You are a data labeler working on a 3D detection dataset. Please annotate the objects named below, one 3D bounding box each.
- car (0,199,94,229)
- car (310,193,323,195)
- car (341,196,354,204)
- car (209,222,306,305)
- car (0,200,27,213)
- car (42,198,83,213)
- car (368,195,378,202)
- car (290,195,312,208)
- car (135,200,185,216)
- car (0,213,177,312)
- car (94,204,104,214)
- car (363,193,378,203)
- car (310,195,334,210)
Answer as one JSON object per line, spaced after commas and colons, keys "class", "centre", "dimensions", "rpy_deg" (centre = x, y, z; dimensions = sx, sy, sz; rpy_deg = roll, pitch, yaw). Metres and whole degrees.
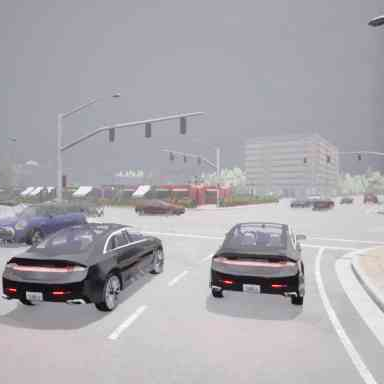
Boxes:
{"class": "car", "centre": [-6.969, 1.352, 15.438], "dimensions": [2.097, 1.767, 4.553], "rpy_deg": [0, 0, 20]}
{"class": "car", "centre": [21.048, 1.221, 56.430], "dimensions": [2.150, 2.045, 5.566], "rpy_deg": [0, 0, 31]}
{"class": "car", "centre": [29.838, 1.525, 63.817], "dimensions": [1.812, 1.442, 4.674], "rpy_deg": [0, 0, 31]}
{"class": "car", "centre": [1.735, 1.492, 8.212], "dimensions": [2.128, 1.511, 4.902], "rpy_deg": [0, 0, 16]}
{"class": "car", "centre": [-21.294, 1.619, 38.577], "dimensions": [4.181, 1.385, 1.994], "rpy_deg": [0, 0, 32]}
{"class": "car", "centre": [-15.194, 1.533, 38.913], "dimensions": [5.008, 1.535, 1.882], "rpy_deg": [0, 0, 32]}
{"class": "car", "centre": [42.086, 1.524, 77.344], "dimensions": [1.812, 1.442, 4.674], "rpy_deg": [0, 0, 31]}
{"class": "car", "centre": [15.436, 1.547, 47.260], "dimensions": [2.033, 1.411, 5.357], "rpy_deg": [0, 0, 31]}
{"class": "car", "centre": [-3.108, 1.522, 31.991], "dimensions": [5.008, 1.535, 1.882], "rpy_deg": [-1, 0, 23]}
{"class": "car", "centre": [-2.081, 1.492, 7.816], "dimensions": [2.128, 1.511, 4.902], "rpy_deg": [0, 0, 12]}
{"class": "car", "centre": [-10.573, 1.546, 31.931], "dimensions": [4.902, 1.511, 2.128], "rpy_deg": [0, 0, 32]}
{"class": "car", "centre": [36.576, 1.225, 68.305], "dimensions": [2.150, 2.045, 5.566], "rpy_deg": [0, 0, 31]}
{"class": "car", "centre": [17.000, 1.477, 42.763], "dimensions": [1.882, 1.535, 5.008], "rpy_deg": [0, 0, 32]}
